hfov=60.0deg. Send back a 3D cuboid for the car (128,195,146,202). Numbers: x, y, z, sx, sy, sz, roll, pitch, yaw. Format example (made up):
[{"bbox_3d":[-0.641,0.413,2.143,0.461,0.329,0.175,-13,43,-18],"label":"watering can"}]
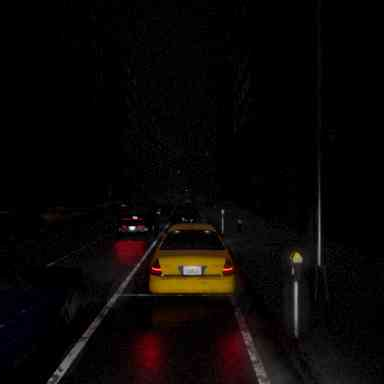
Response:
[{"bbox_3d":[-8.408,1.302,47.845,2.192,1.841,5.009,0,0,0],"label":"car"}]

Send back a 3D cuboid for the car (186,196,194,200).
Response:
[{"bbox_3d":[-0.383,1.519,37.181,1.752,1.417,4.829,0,0,0],"label":"car"}]

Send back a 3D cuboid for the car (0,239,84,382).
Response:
[{"bbox_3d":[-2.921,1.601,4.060,1.895,1.301,4.718,0,0,0],"label":"car"}]

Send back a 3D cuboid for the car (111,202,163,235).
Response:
[{"bbox_3d":[-2.922,1.504,18.660,1.837,1.490,4.892,0,0,0],"label":"car"}]

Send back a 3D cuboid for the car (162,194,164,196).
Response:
[{"bbox_3d":[-8.408,1.510,79.763,1.887,1.381,4.507,0,0,0],"label":"car"}]

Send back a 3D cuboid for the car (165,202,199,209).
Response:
[{"bbox_3d":[-0.383,1.565,20.772,1.947,1.339,4.313,0,0,0],"label":"car"}]

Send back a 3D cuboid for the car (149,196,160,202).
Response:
[{"bbox_3d":[-8.408,1.520,74.308,2.008,1.369,4.403,0,0,0],"label":"car"}]

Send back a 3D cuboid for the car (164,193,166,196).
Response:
[{"bbox_3d":[-8.408,1.486,85.046,1.752,1.417,4.829,0,0,0],"label":"car"}]

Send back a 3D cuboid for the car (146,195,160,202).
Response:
[{"bbox_3d":[-5.770,1.577,48.245,2.033,1.411,5.357,0,0,0],"label":"car"}]

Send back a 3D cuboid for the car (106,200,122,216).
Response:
[{"bbox_3d":[-8.408,1.548,31.607,2.008,1.369,4.403,0,0,0],"label":"car"}]

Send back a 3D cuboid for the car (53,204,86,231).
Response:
[{"bbox_3d":[-8.408,1.525,20.611,1.752,1.417,4.829,0,0,0],"label":"car"}]

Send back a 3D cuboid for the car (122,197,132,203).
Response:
[{"bbox_3d":[-8.408,1.545,37.020,2.008,1.369,4.403,0,0,0],"label":"car"}]

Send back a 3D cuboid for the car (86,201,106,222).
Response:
[{"bbox_3d":[-8.408,1.581,26.194,1.802,1.307,4.206,0,0,0],"label":"car"}]

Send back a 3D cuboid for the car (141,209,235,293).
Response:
[{"bbox_3d":[0.004,1.457,8.840,1.801,1.575,5.366,0,0,0],"label":"car"}]

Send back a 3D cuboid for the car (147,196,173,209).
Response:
[{"bbox_3d":[-3.020,1.473,33.655,1.882,1.535,5.008,0,0,0],"label":"car"}]

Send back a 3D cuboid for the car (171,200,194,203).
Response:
[{"bbox_3d":[-0.383,1.565,26.185,1.947,1.339,4.313,0,0,0],"label":"car"}]

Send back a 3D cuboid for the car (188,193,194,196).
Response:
[{"bbox_3d":[-0.382,1.395,90.663,1.967,1.590,4.097,0,0,0],"label":"car"}]

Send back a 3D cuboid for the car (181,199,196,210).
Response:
[{"bbox_3d":[-0.383,1.572,42.423,1.802,1.307,4.206,0,0,0],"label":"car"}]

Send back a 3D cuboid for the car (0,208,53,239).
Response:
[{"bbox_3d":[-8.408,1.566,15.368,1.947,1.339,4.313,0,0,0],"label":"car"}]
